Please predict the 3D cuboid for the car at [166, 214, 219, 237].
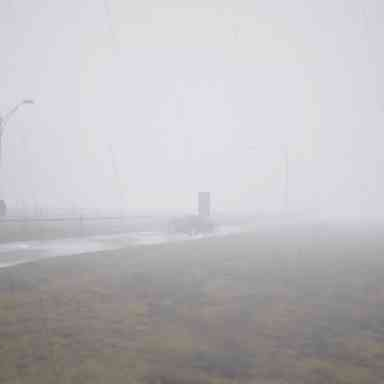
[{"bbox_3d":[0.139,2.373,24.271,1.837,1.490,4.892,-1,-3,35],"label":"car"}]
